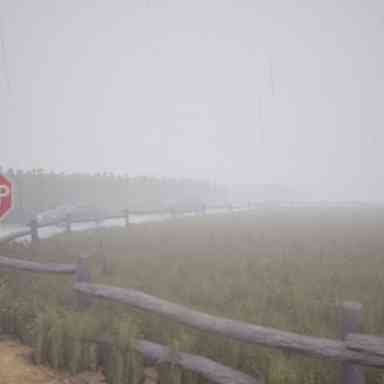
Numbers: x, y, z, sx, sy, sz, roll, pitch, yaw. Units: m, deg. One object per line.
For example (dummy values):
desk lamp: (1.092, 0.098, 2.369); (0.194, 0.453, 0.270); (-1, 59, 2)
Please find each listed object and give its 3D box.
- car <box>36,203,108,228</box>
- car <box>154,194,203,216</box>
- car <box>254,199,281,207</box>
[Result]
car: (-7.847, 1.478, 22.105); (2.128, 1.511, 4.902); (0, 0, 35)
car: (-1.152, 1.210, 31.527); (2.150, 2.045, 5.566); (0, 0, 36)
car: (9.251, 1.537, 40.569); (2.033, 1.411, 5.357); (0, 0, 33)
